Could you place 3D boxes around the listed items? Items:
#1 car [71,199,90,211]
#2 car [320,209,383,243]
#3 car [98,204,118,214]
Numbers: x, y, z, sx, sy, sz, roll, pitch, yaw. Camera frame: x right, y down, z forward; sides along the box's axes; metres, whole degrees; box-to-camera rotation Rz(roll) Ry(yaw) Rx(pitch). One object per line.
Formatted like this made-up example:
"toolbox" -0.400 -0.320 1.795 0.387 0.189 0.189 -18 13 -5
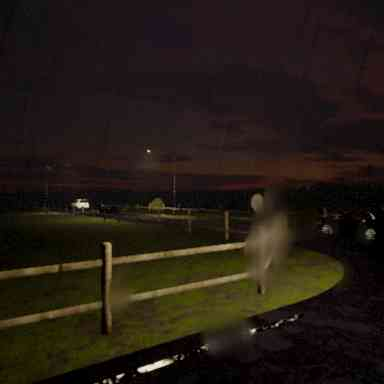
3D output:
"car" -19.945 2.351 59.310 2.150 2.045 5.566 0 -1 -34
"car" 8.618 1.639 16.876 1.837 1.490 4.892 2 -2 -19
"car" -11.986 2.414 47.728 1.994 1.385 4.181 0 -1 -34
